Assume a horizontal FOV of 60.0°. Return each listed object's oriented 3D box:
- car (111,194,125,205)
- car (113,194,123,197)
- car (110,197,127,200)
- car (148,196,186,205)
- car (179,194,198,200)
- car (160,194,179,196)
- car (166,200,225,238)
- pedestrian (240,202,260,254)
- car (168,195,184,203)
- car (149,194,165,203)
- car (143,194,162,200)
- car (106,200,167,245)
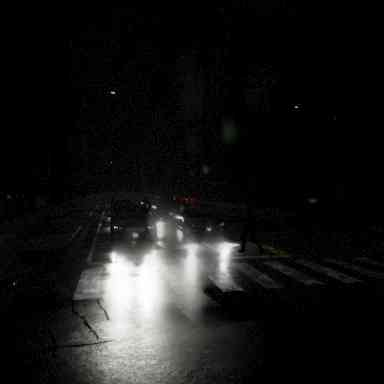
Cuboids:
[{"bbox_3d":[-10.913,1.074,49.018,1.837,1.490,4.892,1,0,-14],"label":"car"},{"bbox_3d":[-7.409,1.205,34.219,1.812,1.442,4.674,1,0,-13],"label":"car"},{"bbox_3d":[-4.996,1.308,24.247,2.033,1.411,5.357,1,0,-14],"label":"car"},{"bbox_3d":[-2.064,1.291,25.950,1.837,1.490,4.892,1,0,-14],"label":"car"},{"bbox_3d":[-0.495,1.037,47.609,2.097,1.767,4.553,1,0,-13],"label":"car"},{"bbox_3d":[-3.659,1.199,46.924,2.033,1.411,5.357,1,0,-13],"label":"car"},{"bbox_3d":[0.166,1.363,16.745,1.837,1.490,4.892,1,0,-14],"label":"car"},{"bbox_3d":[1.998,1.198,11.501,0.375,1.860,0.375,1,0,-14],"label":"pedestrian"},{"bbox_3d":[-2.866,1.201,57.203,1.895,1.301,4.718,1,0,-14],"label":"car"},{"bbox_3d":[-6.016,1.059,56.406,2.128,1.511,4.902,1,0,-14],"label":"car"},{"bbox_3d":[-4.517,1.251,36.072,2.033,1.411,5.357,1,0,-14],"label":"car"},{"bbox_3d":[-2.679,1.326,14.708,2.128,1.511,4.902,1,0,-14],"label":"car"}]
